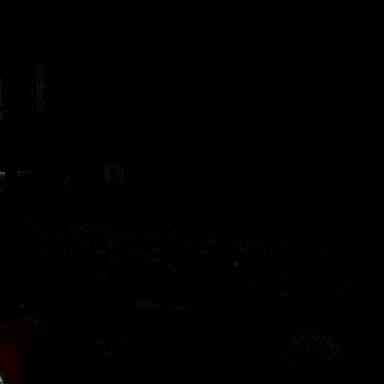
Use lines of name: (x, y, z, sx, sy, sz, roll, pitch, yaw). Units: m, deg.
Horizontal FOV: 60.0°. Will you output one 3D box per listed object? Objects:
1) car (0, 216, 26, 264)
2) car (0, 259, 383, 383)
car: (-5.092, 1.265, 6.019, 5.009, 1.841, 2.192, 0, 1, 31)
car: (-0.285, 1.532, 3.129, 4.206, 1.307, 1.802, 0, 1, 31)
